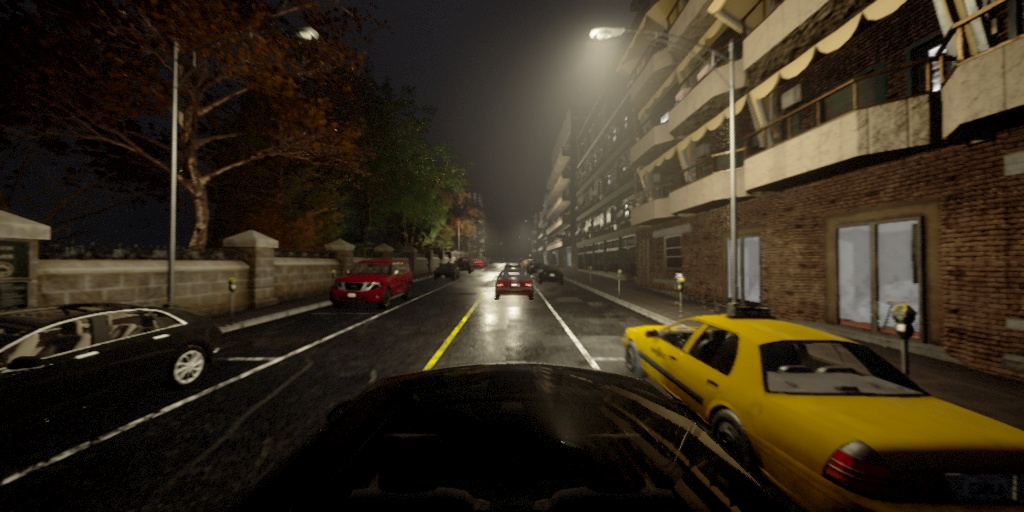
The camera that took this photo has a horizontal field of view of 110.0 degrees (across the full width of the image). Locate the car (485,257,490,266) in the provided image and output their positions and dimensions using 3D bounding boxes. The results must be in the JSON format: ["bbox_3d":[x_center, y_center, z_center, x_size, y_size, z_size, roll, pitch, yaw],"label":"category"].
[{"bbox_3d":[-5.675,1.095,64.933,2.192,1.841,5.009,0,0,0],"label":"car"}]

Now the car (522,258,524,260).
[{"bbox_3d":[2.702,1.317,48.360,1.888,1.381,4.507,0,0,0],"label":"car"}]

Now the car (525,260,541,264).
[{"bbox_3d":[2.700,1.332,37.315,1.948,1.339,4.313,0,0,0],"label":"car"}]

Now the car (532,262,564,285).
[{"bbox_3d":[2.697,1.327,26.267,1.948,1.339,4.313,0,0,0],"label":"car"}]

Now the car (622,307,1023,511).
[{"bbox_3d":[2.692,1.277,4.343,1.751,1.417,4.829,0,0,0],"label":"car"}]

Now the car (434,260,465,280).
[{"bbox_3d":[-5.682,1.330,31.793,1.948,1.339,4.313,0,0,0],"label":"car"}]

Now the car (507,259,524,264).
[{"bbox_3d":[0.111,1.369,40.781,1.895,1.301,4.718,0,0,0],"label":"car"}]

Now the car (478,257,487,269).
[{"bbox_3d":[-5.676,1.323,59.410,1.888,1.381,4.507,0,0,0],"label":"car"}]

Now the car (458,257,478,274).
[{"bbox_3d":[-5.680,1.084,42.840,2.192,1.841,5.009,0,0,0],"label":"car"}]

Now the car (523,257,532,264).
[{"bbox_3d":[2.701,1.209,42.838,1.967,1.591,4.097,0,0,0],"label":"car"}]

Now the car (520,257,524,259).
[{"bbox_3d":[2.705,1.217,59.408,1.967,1.591,4.097,0,0,0],"label":"car"}]

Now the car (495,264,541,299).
[{"bbox_3d":[0.104,1.305,18.096,2.033,1.411,5.357,0,0,0],"label":"car"}]

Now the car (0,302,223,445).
[{"bbox_3d":[-5.689,1.302,4.175,2.007,1.370,4.403,0,0,0],"label":"car"}]

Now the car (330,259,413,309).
[{"bbox_3d":[-5.686,1.071,15.223,2.192,1.841,5.009,0,0,0],"label":"car"}]
